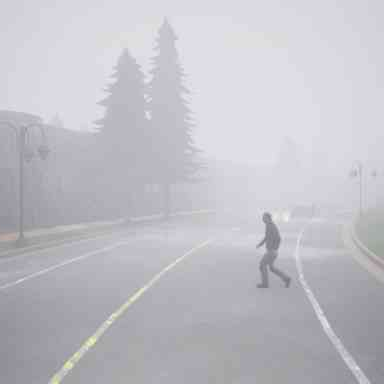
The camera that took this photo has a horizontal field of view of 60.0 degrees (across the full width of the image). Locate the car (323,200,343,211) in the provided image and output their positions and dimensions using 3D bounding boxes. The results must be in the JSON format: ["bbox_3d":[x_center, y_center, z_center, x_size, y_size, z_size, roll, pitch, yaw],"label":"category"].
[{"bbox_3d":[17.449,1.595,41.537,1.895,1.301,4.718,0,0,36],"label":"car"}]

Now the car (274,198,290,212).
[{"bbox_3d":[11.062,1.486,38.500,2.128,1.511,4.902,0,0,33],"label":"car"}]

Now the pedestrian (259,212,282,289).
[{"bbox_3d":[1.810,1.293,7.672,0.375,1.860,0.375,0,0,11],"label":"pedestrian"}]

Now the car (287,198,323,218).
[{"bbox_3d":[10.323,1.523,30.173,1.812,1.442,4.674,0,-1,29],"label":"car"}]
